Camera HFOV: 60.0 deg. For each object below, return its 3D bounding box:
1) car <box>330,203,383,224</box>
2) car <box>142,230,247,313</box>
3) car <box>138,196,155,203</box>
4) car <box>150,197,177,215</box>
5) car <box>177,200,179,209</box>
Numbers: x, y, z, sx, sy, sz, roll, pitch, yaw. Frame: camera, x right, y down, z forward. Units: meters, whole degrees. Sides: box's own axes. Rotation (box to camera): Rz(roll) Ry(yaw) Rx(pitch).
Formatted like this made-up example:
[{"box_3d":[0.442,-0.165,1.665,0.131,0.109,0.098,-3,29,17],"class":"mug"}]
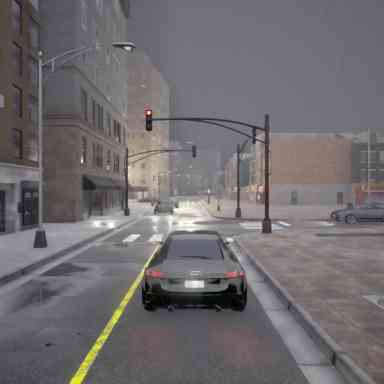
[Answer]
[{"box_3d":[12.068,1.515,23.561,4.181,1.385,1.994,0,0,0],"class":"car"},{"box_3d":[0.056,1.564,7.758,1.994,1.385,4.181,0,0,0],"class":"car"},{"box_3d":[-8.938,1.597,69.937,4.674,1.442,1.812,0,0,9],"class":"car"},{"box_3d":[-2.825,1.514,34.364,1.837,1.490,4.892,0,0,0],"class":"car"},{"box_3d":[-2.799,1.580,45.130,1.994,1.385,4.181,0,0,1],"class":"car"}]
